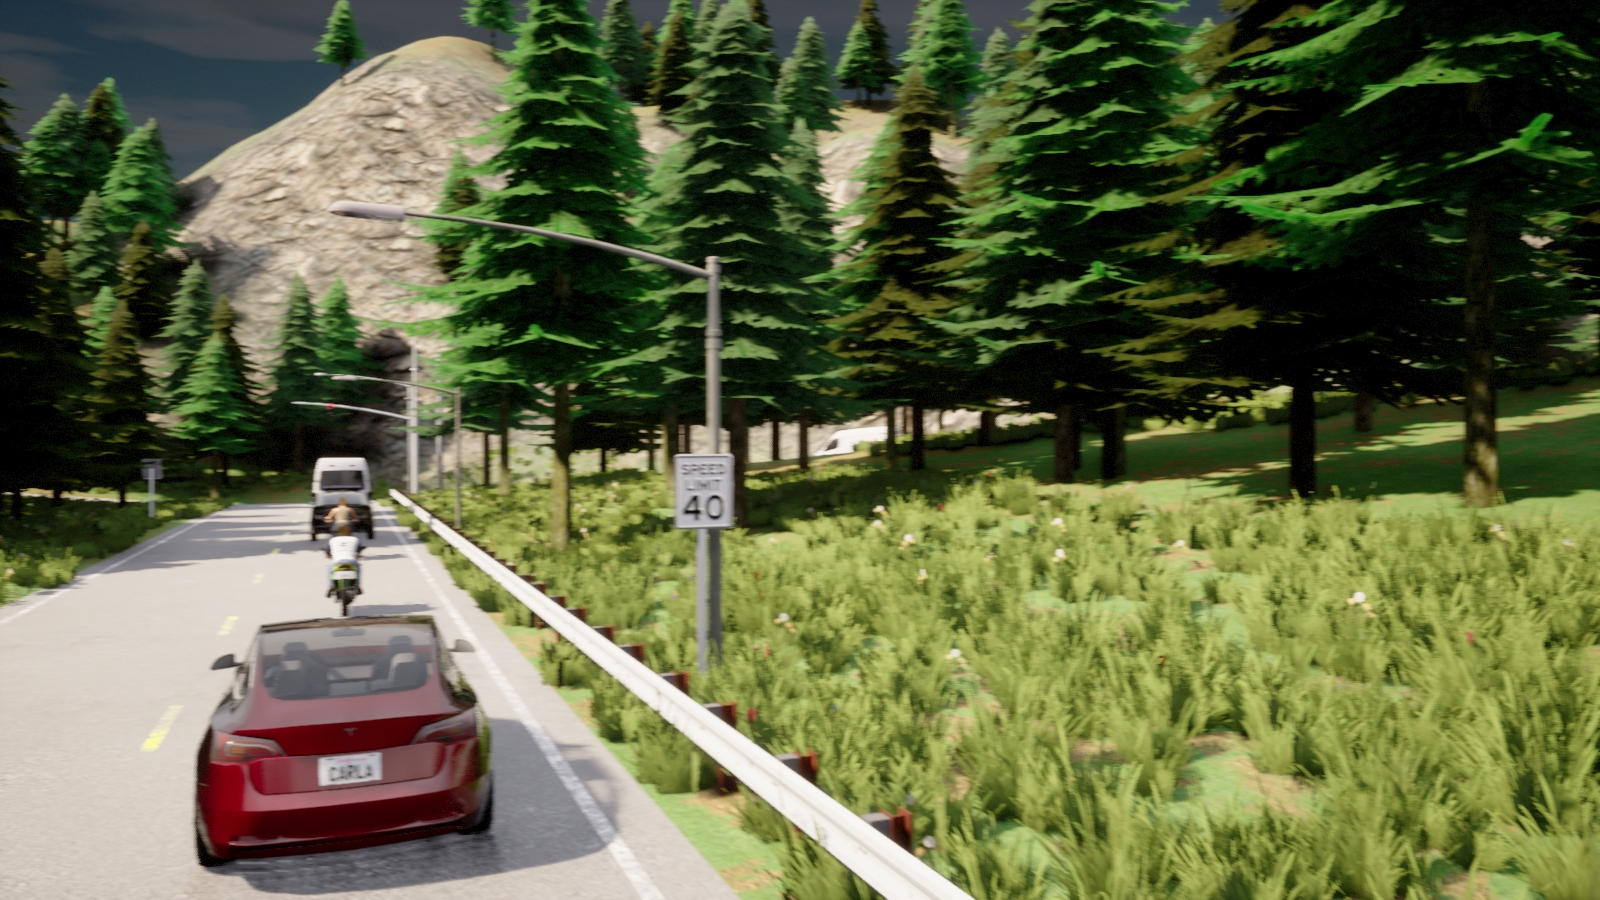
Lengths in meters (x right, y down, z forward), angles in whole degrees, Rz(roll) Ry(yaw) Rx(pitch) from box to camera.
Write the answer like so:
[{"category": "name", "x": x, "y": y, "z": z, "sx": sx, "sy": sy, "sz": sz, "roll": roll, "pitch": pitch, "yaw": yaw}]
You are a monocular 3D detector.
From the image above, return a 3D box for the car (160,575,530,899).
[{"category": "car", "x": -3.694, "y": 2.069, "z": 9.437, "sx": 2.163, "sy": 1.488, "sz": 4.792, "roll": 0, "pitch": 0, "yaw": -22}]

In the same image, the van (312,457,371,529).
[{"category": "van", "x": -17.744, "y": 1.572, "z": 44.238, "sx": 1.988, "sy": 2.561, "sz": 5.915, "roll": 0, "pitch": 0, "yaw": -22}]

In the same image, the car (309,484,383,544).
[{"category": "car", "x": -14.862, "y": 2.013, "z": 37.402, "sx": 2.097, "sy": 1.638, "sz": 5.238, "roll": 0, "pitch": 0, "yaw": -22}]

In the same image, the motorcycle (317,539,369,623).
[{"category": "motorcycle", "x": -7.916, "y": 2.231, "z": 19.797, "sx": 0.803, "sy": 1.145, "sz": 2.033, "roll": 0, "pitch": 1, "yaw": -22}]
